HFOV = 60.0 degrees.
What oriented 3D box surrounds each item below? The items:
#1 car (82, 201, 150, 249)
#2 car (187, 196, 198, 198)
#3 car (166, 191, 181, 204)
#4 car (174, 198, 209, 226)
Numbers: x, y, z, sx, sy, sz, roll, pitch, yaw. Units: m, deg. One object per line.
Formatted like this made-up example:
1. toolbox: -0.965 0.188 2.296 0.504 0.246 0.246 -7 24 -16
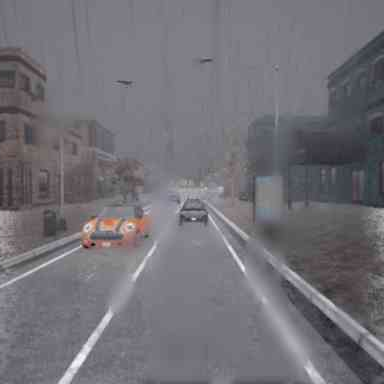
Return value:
1. car: -3.101 1.306 14.293 2.097 1.767 4.553 0 0 0
2. car: 0.098 1.272 40.794 2.128 1.511 4.902 0 0 0
3. car: -3.064 0.907 54.590 2.150 2.045 5.566 0 0 0
4. car: 0.098 1.397 22.486 2.128 1.511 4.902 0 0 0
